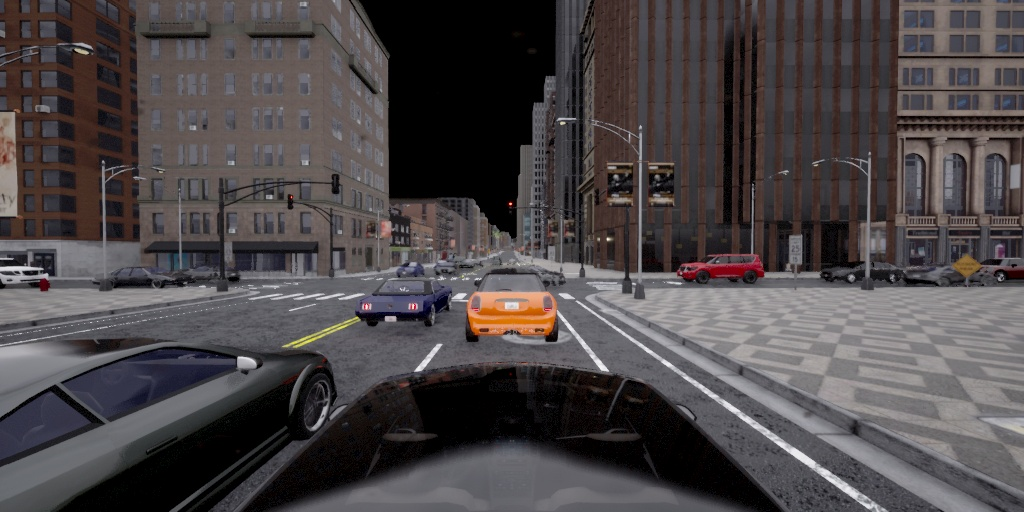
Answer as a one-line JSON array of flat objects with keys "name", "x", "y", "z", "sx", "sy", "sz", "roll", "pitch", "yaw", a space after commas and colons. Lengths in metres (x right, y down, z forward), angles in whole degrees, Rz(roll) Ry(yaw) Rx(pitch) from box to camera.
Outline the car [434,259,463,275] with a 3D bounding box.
[{"name": "car", "x": -6.620, "y": 1.329, "z": 37.132, "sx": 1.994, "sy": 1.385, "sz": 4.181, "roll": 0, "pitch": 0, "yaw": 0}]

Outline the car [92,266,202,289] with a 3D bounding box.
[{"name": "car", "x": -24.119, "y": 1.397, "z": 23.563, "sx": 5.357, "sy": 1.411, "sz": 2.033, "roll": 0, "pitch": 1, "yaw": 0}]

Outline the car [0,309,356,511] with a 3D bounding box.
[{"name": "car", "x": -3.158, "y": 1.314, "z": 2.742, "sx": 1.994, "sy": 1.385, "sz": 4.181, "roll": 0, "pitch": 0, "yaw": 1}]

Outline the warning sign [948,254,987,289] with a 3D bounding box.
[{"name": "warning sign", "x": 25.168, "y": 0.827, "z": 19.830, "sx": 1.060, "sy": 1.860, "sz": 1.300, "roll": 0, "pitch": 0, "yaw": 0}]

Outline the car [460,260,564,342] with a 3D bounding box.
[{"name": "car", "x": 0.006, "y": 1.101, "z": 9.911, "sx": 2.097, "sy": 1.767, "sz": 4.553, "roll": 0, "pitch": 0, "yaw": 0}]

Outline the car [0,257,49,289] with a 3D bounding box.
[{"name": "car", "x": -34.311, "y": 1.105, "z": 23.614, "sx": 5.566, "sy": 2.045, "sz": 2.150, "roll": 0, "pitch": 1, "yaw": 0}]

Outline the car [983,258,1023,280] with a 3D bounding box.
[{"name": "car", "x": 35.001, "y": 0.926, "z": 25.667, "sx": 4.553, "sy": 1.767, "sz": 2.097, "roll": 0, "pitch": 1, "yaw": 0}]

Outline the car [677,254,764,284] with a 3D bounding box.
[{"name": "car", "x": 14.827, "y": 0.876, "z": 25.589, "sx": 5.566, "sy": 2.045, "sz": 2.150, "roll": 0, "pitch": 1, "yaw": 0}]

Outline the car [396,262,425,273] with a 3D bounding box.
[{"name": "car", "x": -9.867, "y": 1.290, "z": 35.217, "sx": 1.812, "sy": 1.442, "sz": 4.674, "roll": 0, "pitch": 0, "yaw": 0}]

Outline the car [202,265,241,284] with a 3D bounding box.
[{"name": "car", "x": -22.745, "y": 1.355, "z": 26.723, "sx": 4.181, "sy": 1.385, "sz": 1.994, "roll": 0, "pitch": 1, "yaw": 0}]

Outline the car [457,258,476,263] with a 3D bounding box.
[{"name": "car", "x": -6.626, "y": 1.376, "z": 51.586, "sx": 1.895, "sy": 1.301, "sz": 4.718, "roll": 0, "pitch": 0, "yaw": 0}]

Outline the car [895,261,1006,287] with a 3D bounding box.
[{"name": "car", "x": 27.313, "y": 1.223, "z": 22.451, "sx": 4.181, "sy": 1.385, "sz": 1.994, "roll": 0, "pitch": 1, "yaw": 0}]

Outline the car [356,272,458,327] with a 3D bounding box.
[{"name": "car", "x": -3.154, "y": 1.350, "z": 11.561, "sx": 1.895, "sy": 1.301, "sz": 4.718, "roll": 0, "pitch": 0, "yaw": 0}]

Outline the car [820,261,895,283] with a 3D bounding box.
[{"name": "car", "x": 24.883, "y": 1.119, "z": 25.632, "sx": 4.892, "sy": 1.490, "sz": 1.837, "roll": 0, "pitch": 1, "yaw": 0}]
